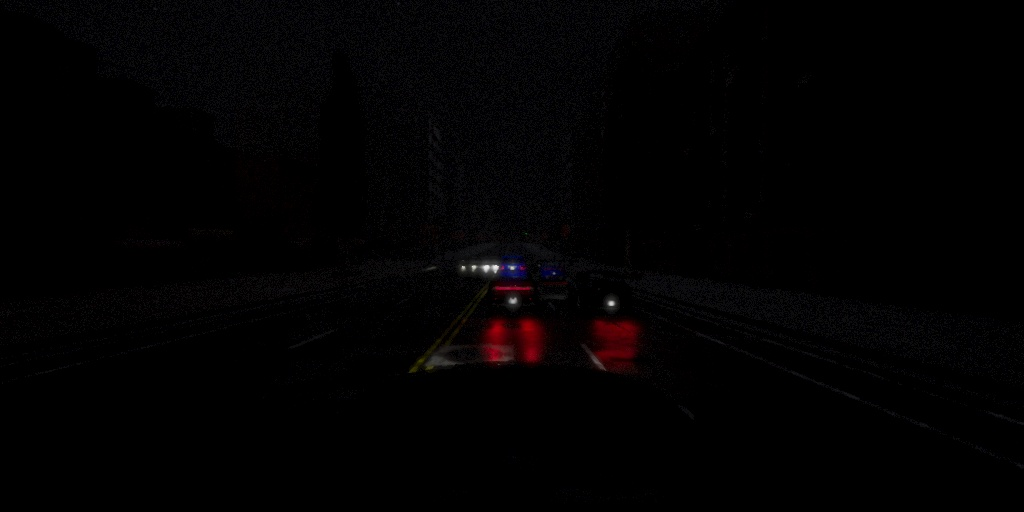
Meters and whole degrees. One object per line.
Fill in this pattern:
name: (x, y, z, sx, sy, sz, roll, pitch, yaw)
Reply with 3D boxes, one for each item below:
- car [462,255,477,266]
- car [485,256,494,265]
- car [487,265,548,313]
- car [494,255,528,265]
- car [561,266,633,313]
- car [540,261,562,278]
car: (-6.555, 0.665, 55.652, 1.882, 1.535, 5.008, 0, 1, 0)
car: (-3.289, 0.741, 57.426, 1.895, 1.301, 4.718, 0, 2, 1)
car: (0.047, 1.279, 14.188, 2.128, 1.511, 4.902, 0, 0, 0)
car: (0.038, 0.934, 28.076, 2.150, 2.045, 5.566, 0, 1, 1)
car: (3.296, 1.294, 14.242, 1.837, 1.490, 4.892, 0, 0, 0)
car: (3.303, 1.164, 30.335, 1.882, 1.535, 5.008, 0, 1, 0)
